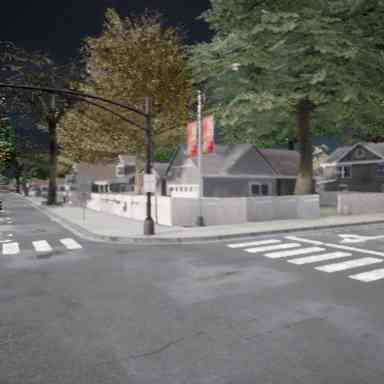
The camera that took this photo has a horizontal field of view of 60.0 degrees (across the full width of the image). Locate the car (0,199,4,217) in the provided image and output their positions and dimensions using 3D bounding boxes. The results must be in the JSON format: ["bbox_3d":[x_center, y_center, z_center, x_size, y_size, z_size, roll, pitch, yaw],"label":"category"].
[{"bbox_3d":[-12.093,1.359,19.020,2.033,1.411,5.357,-1,1,-29],"label":"car"}]

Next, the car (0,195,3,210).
[{"bbox_3d":[-21.867,1.148,36.588,1.837,1.490,4.892,-1,1,-29],"label":"car"}]
